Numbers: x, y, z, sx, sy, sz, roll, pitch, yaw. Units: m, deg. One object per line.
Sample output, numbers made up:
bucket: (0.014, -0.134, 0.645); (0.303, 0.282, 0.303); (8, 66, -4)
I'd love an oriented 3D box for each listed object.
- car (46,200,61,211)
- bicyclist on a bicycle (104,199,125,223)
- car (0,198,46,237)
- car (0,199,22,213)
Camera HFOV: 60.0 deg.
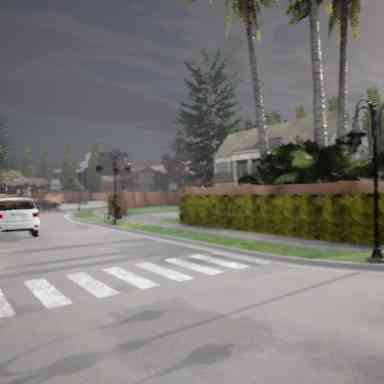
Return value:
car: (-19.694, 1.738, 44.717); (2.033, 1.411, 5.357); (-1, 0, 4)
bicyclist on a bicycle: (-5.462, 1.354, 23.511); (1.656, 1.620, 0.582); (-1, 0, -37)
car: (-9.883, 1.325, 18.070); (2.150, 2.045, 5.566); (-1, 0, -36)
car: (-23.012, 1.724, 40.872); (1.882, 1.535, 5.008); (-1, 0, -4)
